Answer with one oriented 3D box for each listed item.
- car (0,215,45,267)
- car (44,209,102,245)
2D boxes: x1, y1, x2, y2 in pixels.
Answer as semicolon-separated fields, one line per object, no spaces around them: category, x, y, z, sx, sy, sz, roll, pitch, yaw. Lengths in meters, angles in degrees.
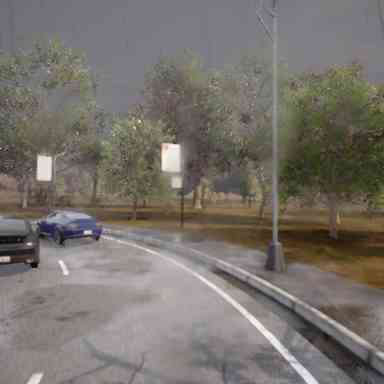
car;-6.116;1.509;10.791;1.837;1.490;4.892;1;-1;-30
car;-5.872;1.529;15.705;1.812;1.442;4.674;0;0;-41
